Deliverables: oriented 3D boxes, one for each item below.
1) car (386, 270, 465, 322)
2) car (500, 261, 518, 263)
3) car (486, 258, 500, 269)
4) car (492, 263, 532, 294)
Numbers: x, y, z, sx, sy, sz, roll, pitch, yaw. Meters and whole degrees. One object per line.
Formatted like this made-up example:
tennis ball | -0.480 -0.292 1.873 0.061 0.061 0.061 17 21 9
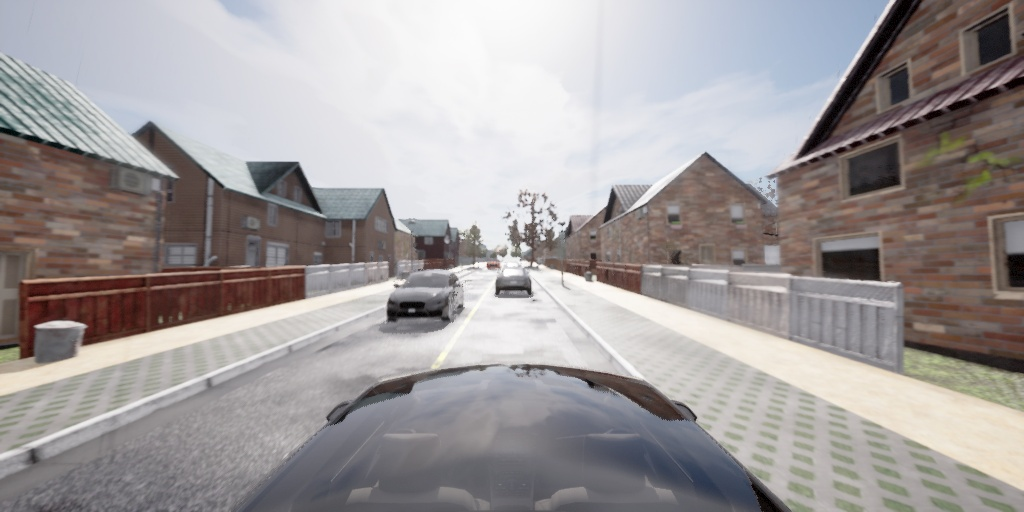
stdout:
car | -2.758 1.249 12.294 1.837 1.490 4.892 0 0 0
car | 0.065 1.292 36.811 1.994 1.385 4.181 0 0 0
car | -2.800 1.092 55.070 2.097 1.767 4.553 0 0 0
car | 0.078 1.298 20.194 1.994 1.385 4.181 0 0 0
